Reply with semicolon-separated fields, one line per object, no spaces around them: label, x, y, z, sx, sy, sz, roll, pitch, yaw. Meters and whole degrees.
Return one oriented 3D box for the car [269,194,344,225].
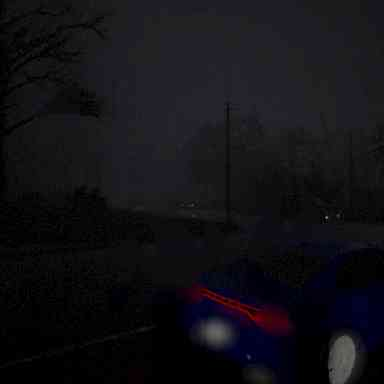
car;8.215;1.201;24.519;2.150;2.045;5.566;0;1;-35

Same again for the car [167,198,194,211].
car;-1.547;1.531;41.181;1.837;1.490;4.892;0;-1;-28

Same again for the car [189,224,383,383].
car;2.303;1.474;5.304;5.008;1.535;1.882;0;0;-35

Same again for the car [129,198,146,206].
car;-9.348;1.712;56.897;2.033;1.411;5.357;0;-1;-24
